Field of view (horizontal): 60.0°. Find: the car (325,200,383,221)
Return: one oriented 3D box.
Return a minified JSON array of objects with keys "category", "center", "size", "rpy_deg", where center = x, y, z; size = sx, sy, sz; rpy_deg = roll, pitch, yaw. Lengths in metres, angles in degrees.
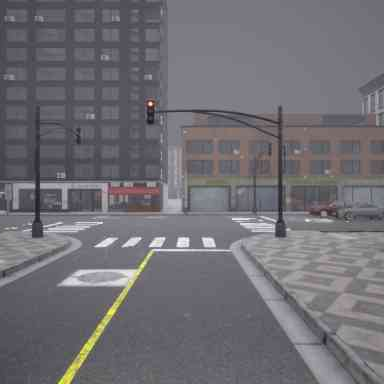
[{"category":"car","center":[13.399,1.550,26.653],"size":[4.181,1.385,1.994],"rpy_deg":[0,0,0]}]

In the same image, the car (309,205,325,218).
[{"category":"car","center":[13.143,1.491,29.906],"size":[5.008,1.535,1.882],"rpy_deg":[0,0,1]}]
